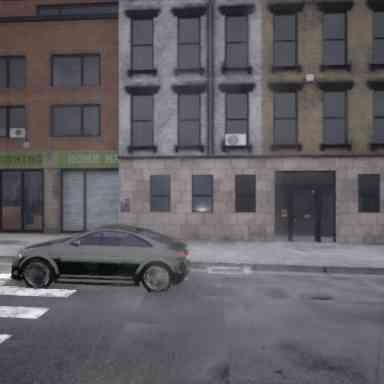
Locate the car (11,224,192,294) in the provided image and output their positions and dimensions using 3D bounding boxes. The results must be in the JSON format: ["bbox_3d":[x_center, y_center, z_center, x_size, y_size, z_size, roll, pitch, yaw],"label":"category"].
[{"bbox_3d":[-2.098,1.516,8.228,4.181,1.385,1.994,1,0,4],"label":"car"}]
